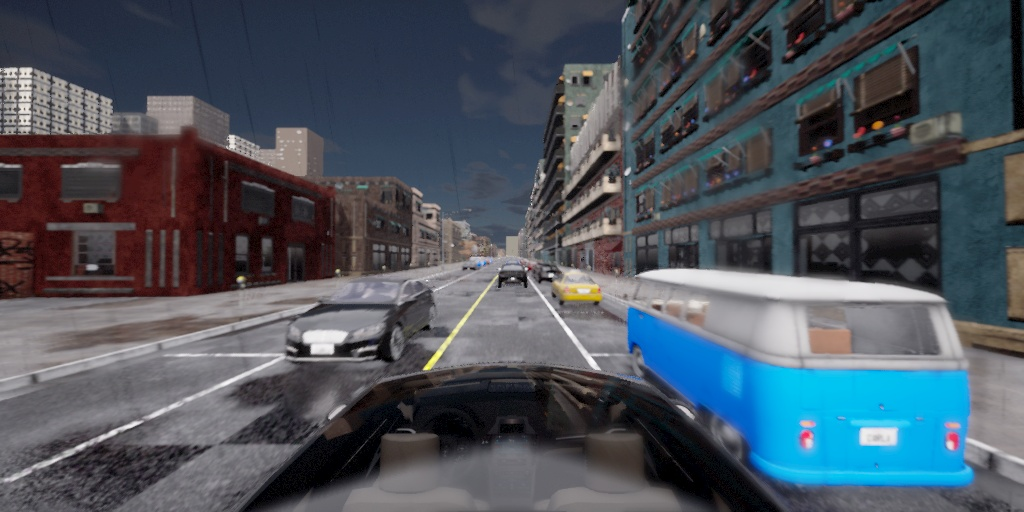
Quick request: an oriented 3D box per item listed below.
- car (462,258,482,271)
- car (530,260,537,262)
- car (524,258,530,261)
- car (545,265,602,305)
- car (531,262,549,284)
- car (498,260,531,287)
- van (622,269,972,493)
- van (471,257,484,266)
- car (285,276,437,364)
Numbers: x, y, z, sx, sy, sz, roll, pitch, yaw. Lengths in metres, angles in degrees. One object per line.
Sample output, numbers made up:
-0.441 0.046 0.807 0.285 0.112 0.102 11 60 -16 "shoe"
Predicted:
-5.691 1.319 49.095 1.948 1.339 4.313 0 0 0 "car"
2.691 1.324 32.394 1.948 1.339 4.313 0 0 0 "car"
2.690 1.300 43.557 1.888 1.381 4.507 0 0 0 "car"
2.691 1.282 15.821 1.751 1.417 4.829 0 0 0 "car"
2.691 1.324 26.814 1.948 1.339 4.313 0 0 0 "car"
0.063 1.236 24.375 1.882 1.535 5.008 0 0 0 "car"
2.691 1.093 4.491 1.690 1.789 3.998 0 0 0 "van"
-5.691 1.092 54.676 1.690 1.789 3.998 0 0 0 "van"
-3.042 1.246 8.244 2.128 1.511 4.902 0 0 0 "car"
